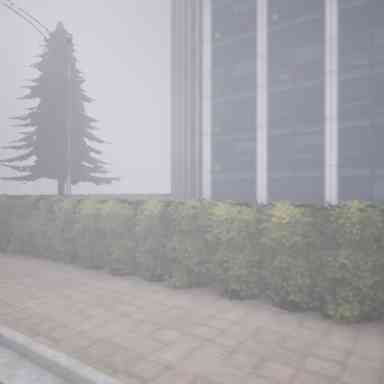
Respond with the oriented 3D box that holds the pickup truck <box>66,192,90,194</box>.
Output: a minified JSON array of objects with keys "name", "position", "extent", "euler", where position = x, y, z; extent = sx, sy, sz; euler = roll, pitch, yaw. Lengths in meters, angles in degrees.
[{"name":"pickup truck","position":[-20.350,0.969,60.909],"extent":[6.274,2.098,2.390],"euler":[0,0,-24]}]
